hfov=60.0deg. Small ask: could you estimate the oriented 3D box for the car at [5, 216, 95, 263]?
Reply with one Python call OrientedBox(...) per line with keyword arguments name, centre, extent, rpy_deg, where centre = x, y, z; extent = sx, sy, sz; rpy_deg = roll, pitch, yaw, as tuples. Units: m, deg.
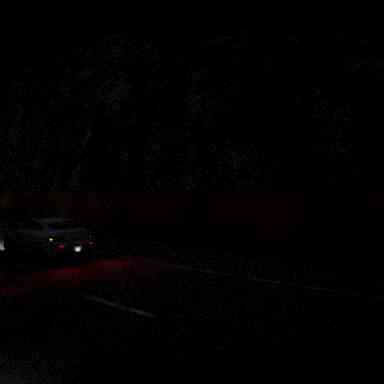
OrientedBox(name="car", centre=(-5.364, 1.624, 12.376), extent=(4.674, 1.442, 1.812), rpy_deg=(0, 0, 44))
